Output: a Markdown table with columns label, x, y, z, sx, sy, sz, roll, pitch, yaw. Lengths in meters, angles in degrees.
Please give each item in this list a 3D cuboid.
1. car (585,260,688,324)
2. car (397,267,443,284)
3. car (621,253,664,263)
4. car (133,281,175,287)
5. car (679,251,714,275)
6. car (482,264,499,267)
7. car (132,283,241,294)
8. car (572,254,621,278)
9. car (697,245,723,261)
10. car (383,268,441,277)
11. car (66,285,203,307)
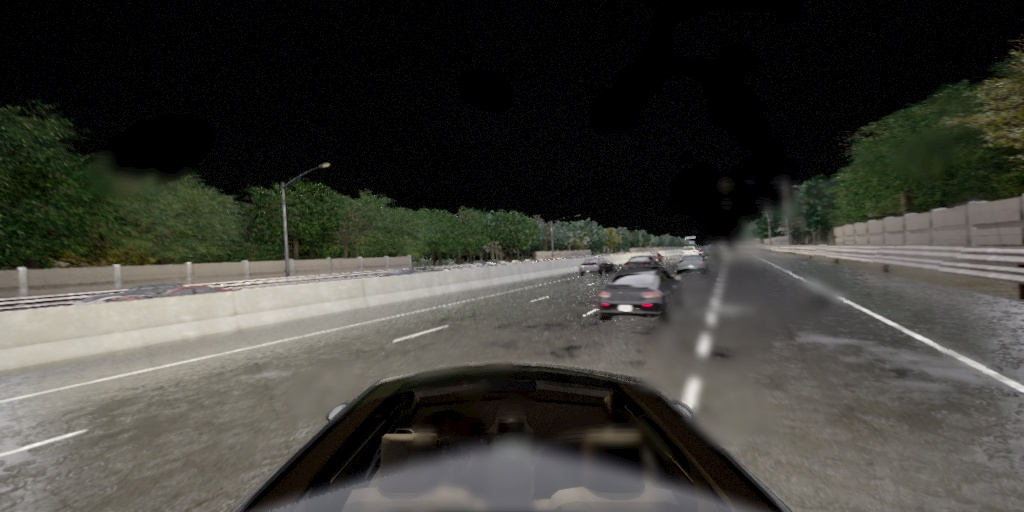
| label | x | y | z | sx | sy | sz | roll | pitch | yaw |
| --- | --- | --- | --- | --- | --- | --- | --- | --- | --- |
| car | 3.994 | 1.059 | 10.858 | 1.812 | 1.442 | 4.674 | -4 | 0 | 31 |
| car | -9.221 | 1.985 | 36.330 | 1.994 | 1.385 | 4.181 | -4 | 0 | 32 |
| car | 9.980 | 0.701 | 27.410 | 1.882 | 1.535 | 5.008 | -4 | 0 | 31 |
| car | -22.262 | 2.520 | 21.694 | 2.097 | 1.767 | 4.553 | -4 | 0 | 31 |
| car | 12.956 | 0.600 | 25.574 | 1.994 | 1.385 | 4.181 | -4 | 0 | 31 |
| car | -2.774 | 1.593 | 40.095 | 2.033 | 1.411 | 5.357 | -4 | 0 | 32 |
| car | -16.428 | 2.278 | 17.828 | 1.882 | 1.535 | 5.008 | -4 | 0 | 31 |
| car | 6.993 | 0.902 | 29.226 | 2.128 | 1.511 | 4.902 | -4 | 0 | 31 |
| car | 26.403 | -0.429 | 47.682 | 2.150 | 2.045 | 5.566 | -4 | 0 | 31 |
| car | -6.820 | 1.747 | 26.880 | 1.837 | 1.490 | 4.892 | -4 | 0 | 31 |
| car | -15.089 | 2.196 | 13.314 | 2.128 | 1.511 | 4.902 | -4 | 0 | 31 |
